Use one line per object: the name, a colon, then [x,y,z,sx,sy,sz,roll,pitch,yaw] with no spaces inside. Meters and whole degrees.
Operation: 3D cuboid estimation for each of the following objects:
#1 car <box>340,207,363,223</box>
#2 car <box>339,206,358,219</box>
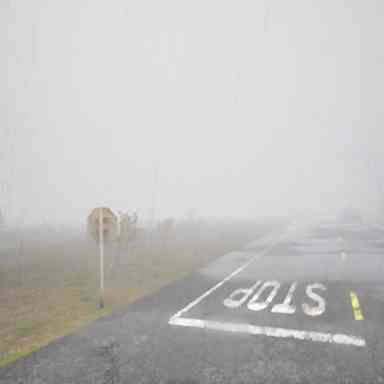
car: [18.234,2.699,37.775,2.128,1.511,4.902,-3,-3,23]
car: [22.258,2.883,47.422,2.097,1.767,4.553,-3,-3,23]
